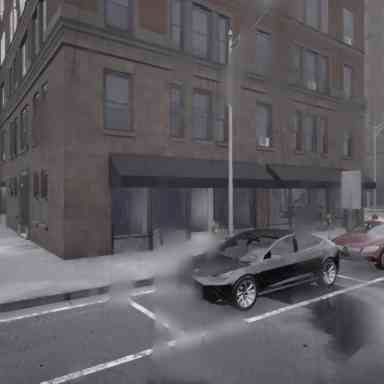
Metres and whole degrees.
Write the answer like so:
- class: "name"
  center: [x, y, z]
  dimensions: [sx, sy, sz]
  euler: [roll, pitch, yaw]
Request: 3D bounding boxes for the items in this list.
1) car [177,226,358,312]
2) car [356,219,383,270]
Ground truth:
- class: "car"
  center: [1.702, 1.566, 7.748]
  dimensions: [4.313, 1.339, 1.947]
  euler: [0, 0, -35]
- class: "car"
  center: [6.180, 1.582, 10.943]
  dimensions: [4.206, 1.307, 1.802]
  euler: [0, 0, -35]
